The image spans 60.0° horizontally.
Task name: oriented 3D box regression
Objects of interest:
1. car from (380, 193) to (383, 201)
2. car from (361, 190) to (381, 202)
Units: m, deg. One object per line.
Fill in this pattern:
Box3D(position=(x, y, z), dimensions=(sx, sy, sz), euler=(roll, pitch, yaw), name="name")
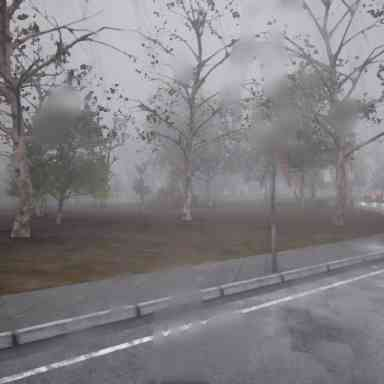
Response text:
Box3D(position=(28.879, 0.751, 47.685), dimensions=(1.837, 1.490, 4.892), euler=(-2, 0, 39), name="car")
Box3D(position=(27.907, 0.560, 51.460), dimensions=(4.553, 1.767, 2.097), euler=(-2, 1, -45), name="car")
